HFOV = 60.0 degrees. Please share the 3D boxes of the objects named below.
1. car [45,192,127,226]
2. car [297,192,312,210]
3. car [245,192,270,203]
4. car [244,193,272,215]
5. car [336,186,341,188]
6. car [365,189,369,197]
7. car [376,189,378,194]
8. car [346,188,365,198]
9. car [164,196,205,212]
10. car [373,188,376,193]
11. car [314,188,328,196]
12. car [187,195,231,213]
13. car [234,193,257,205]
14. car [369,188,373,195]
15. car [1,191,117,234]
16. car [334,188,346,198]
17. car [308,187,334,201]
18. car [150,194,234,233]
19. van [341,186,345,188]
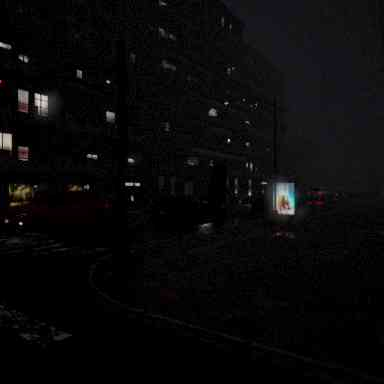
[{"bbox_3d":[-6.991,1.009,22.464,2.192,1.841,5.009,1,2,35],"label":"car"},{"bbox_3d":[9.460,0.964,31.331,1.947,1.339,4.313,1,2,35],"label":"car"},{"bbox_3d":[8.933,0.754,45.170,1.802,1.307,4.206,2,2,35],"label":"car"},{"bbox_3d":[6.274,1.069,26.789,1.947,1.339,4.313,1,2,35],"label":"car"},{"bbox_3d":[34.417,-0.239,81.486,1.967,1.590,4.097,2,2,35],"label":"car"},{"bbox_3d":[31.763,0.098,63.113,1.967,1.590,4.097,1,2,35],"label":"car"},{"bbox_3d":[44.506,-0.221,81.280,2.008,1.369,4.403,1,2,35],"label":"car"},{"bbox_3d":[28.577,0.309,58.576,1.887,1.381,4.507,1,2,35],"label":"car"},{"bbox_3d":[-0.622,1.069,31.551,1.802,1.307,4.206,2,2,35],"label":"car"},{"bbox_3d":[38.135,-0.012,72.198,1.887,1.381,4.507,1,2,35],"label":"car"},{"bbox_3d":[28.046,-0.025,72.406,1.967,1.590,4.097,2,2,35],"label":"car"},{"bbox_3d":[1.685,1.011,30.345,1.812,1.442,4.674,0,1,35],"label":"car"},{"bbox_3d":[5.748,0.828,40.630,2.008,1.369,4.403,2,2,35],"label":"car"},{"bbox_3d":[34.949,0.096,67.657,1.887,1.381,4.507,1,2,35],"label":"car"},{"bbox_3d":[-7.145,0.988,18.080,2.150,2.045,5.566,0,1,39],"label":"car"},{"bbox_3d":[25.045,0.406,58.080,1.895,1.301,4.718,0,1,35],"label":"car"},{"bbox_3d":[18.863,0.233,49.271,2.150,2.045,5.566,0,1,35],"label":"car"},{"bbox_3d":[-0.097,1.026,17.701,2.192,1.841,5.009,1,2,35],"label":"car"},{"bbox_3d":[37.603,-0.446,86.023,1.690,1.788,3.998,2,2,35],"label":"van"}]
